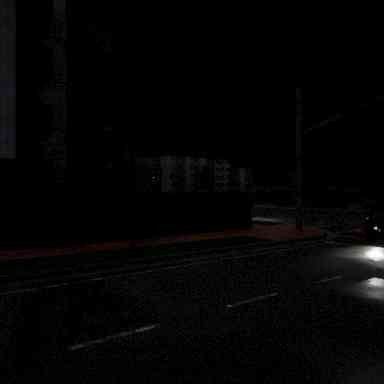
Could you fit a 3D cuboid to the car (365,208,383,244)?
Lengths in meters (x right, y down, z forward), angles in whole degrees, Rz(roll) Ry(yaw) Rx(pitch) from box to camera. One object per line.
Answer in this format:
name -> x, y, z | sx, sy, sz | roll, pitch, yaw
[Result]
car -> 9.216, 1.526, 15.582 | 1.812, 1.442, 4.674 | 1, 0, 25
